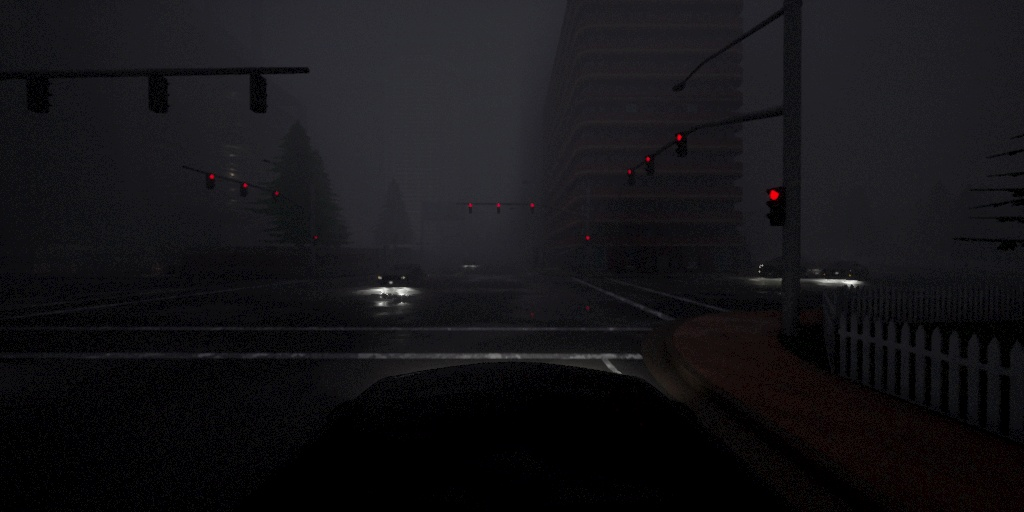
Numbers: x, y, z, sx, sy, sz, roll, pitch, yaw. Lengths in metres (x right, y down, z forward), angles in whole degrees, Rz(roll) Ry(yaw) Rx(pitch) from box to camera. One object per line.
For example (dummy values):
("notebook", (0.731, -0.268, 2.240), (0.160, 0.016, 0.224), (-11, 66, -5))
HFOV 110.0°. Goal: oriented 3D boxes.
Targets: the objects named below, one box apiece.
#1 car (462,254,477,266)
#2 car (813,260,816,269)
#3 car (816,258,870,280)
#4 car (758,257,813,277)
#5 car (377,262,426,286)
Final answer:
("car", (-6.988, 0.876, 59.422), (1.994, 1.385, 4.181), (0, 1, 0))
("car", (36.965, 0.822, 45.564), (1.882, 1.535, 5.008), (0, 0, 24))
("car", (25.342, 1.054, 27.229), (4.181, 1.385, 1.994), (0, 1, -33))
("car", (22.205, 0.826, 29.378), (4.553, 1.767, 2.097), (0, 0, -32))
("car", (-7.005, 1.129, 23.396), (2.033, 1.411, 5.357), (0, 1, 0))
